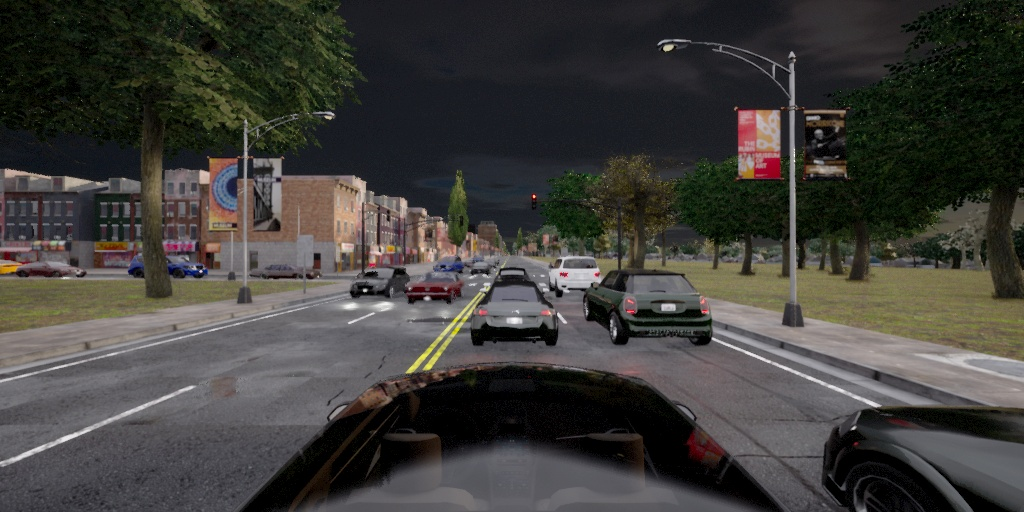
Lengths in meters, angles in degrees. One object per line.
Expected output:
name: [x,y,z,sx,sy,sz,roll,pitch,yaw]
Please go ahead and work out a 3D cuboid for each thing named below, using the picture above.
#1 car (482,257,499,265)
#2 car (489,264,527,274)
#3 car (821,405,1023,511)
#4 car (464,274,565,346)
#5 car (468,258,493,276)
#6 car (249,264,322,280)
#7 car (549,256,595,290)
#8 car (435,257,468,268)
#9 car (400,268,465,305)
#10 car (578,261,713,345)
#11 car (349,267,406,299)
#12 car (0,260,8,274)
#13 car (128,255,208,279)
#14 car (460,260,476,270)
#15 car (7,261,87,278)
car: [-3.425,1.279,56.525,1.837,1.490,4.892,0,0,0]
car: [0.018,1.326,18.409,1.837,1.490,4.892,0,0,0]
car: [3.341,1.314,0.966,1.994,1.385,4.181,0,0,0]
car: [0.063,1.330,9.497,1.994,1.385,4.181,0,0,0]
car: [-3.403,1.349,39.552,1.882,1.535,5.008,0,0,0]
car: [-19.419,1.374,30.892,5.357,1.411,2.033,1,0,-3]
car: [3.268,1.049,19.407,2.150,2.045,5.566,0,0,0]
car: [-7.036,1.090,40.768,2.150,2.045,5.566,0,0,6]
car: [-3.372,1.410,16.512,1.895,1.301,4.718,0,0,0]
car: [3.315,1.119,9.693,2.097,1.767,4.553,0,0,0]
car: [-6.626,1.328,18.576,1.837,1.490,4.892,0,-1,0]
car: [-48.956,1.108,33.807,5.008,1.535,1.882,0,0,0]
car: [-29.607,0.954,30.927,5.566,2.045,2.150,0,0,0]
car: [-6.674,1.348,55.149,1.994,1.385,4.181,0,0,0]
car: [-39.734,1.185,30.927,4.674,1.442,1.812,0,0,0]
